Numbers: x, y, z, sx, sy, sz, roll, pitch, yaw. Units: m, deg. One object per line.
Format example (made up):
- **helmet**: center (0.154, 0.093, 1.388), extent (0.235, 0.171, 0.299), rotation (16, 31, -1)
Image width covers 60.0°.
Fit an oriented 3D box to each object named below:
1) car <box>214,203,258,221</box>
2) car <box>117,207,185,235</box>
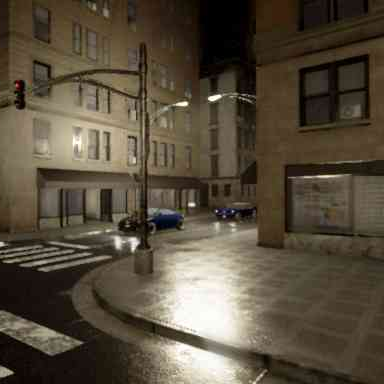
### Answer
- **car**: center (3.744, 1.560, 27.356), extent (1.895, 1.301, 4.718), rotation (-1, 0, 35)
- **car**: center (-2.211, 1.577, 18.979), extent (1.994, 1.385, 4.181), rotation (-1, 0, 35)
